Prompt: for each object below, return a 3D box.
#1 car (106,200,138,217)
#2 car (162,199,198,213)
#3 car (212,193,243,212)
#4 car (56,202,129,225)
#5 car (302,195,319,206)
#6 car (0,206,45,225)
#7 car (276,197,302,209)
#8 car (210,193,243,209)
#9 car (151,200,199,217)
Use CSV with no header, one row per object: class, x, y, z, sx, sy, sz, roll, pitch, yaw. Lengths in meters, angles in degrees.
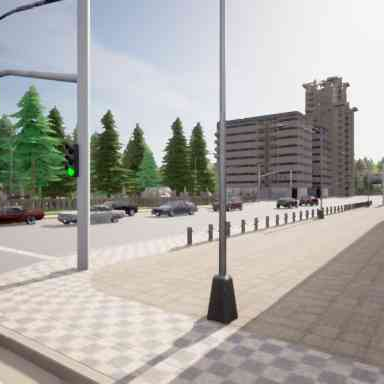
car,-7.050,1.477,29.828,1.882,1.535,5.008,0,0,36
car,-1.304,1.564,37.898,1.994,1.385,4.181,0,0,35
car,4.298,1.352,39.705,2.097,1.767,4.553,0,0,36
car,-7.110,1.601,23.710,1.895,1.301,4.718,0,0,35
car,19.069,1.352,54.102,2.097,1.767,4.553,0,0,35
car,-12.534,1.601,22.207,1.895,1.301,4.718,0,0,37
car,13.186,1.505,45.837,1.837,1.490,4.892,0,0,35
car,4.946,1.221,46.600,2.150,2.045,5.566,0,0,36
car,-1.508,1.547,31.569,2.033,1.411,5.357,0,0,36
